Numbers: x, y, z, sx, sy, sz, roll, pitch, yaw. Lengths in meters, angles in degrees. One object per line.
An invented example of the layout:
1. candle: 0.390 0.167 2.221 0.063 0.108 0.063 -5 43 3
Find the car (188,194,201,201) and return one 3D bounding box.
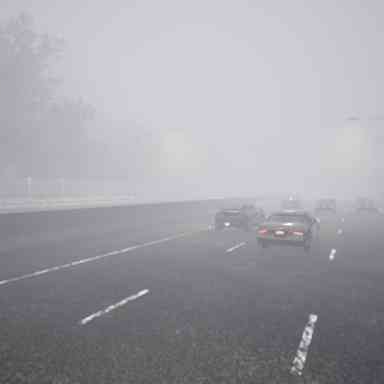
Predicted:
1. car: 1.031 1.099 56.078 2.128 1.511 4.902 0 0 26

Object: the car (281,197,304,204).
1. car: 10.783 1.231 35.630 2.128 1.511 4.902 0 0 26

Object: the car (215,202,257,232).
1. car: 2.866 1.365 19.223 1.837 1.490 4.892 0 0 26

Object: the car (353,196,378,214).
1. car: 17.015 1.310 32.480 2.033 1.411 5.357 0 0 26

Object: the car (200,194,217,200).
1. car: 3.479 1.150 53.125 1.812 1.442 4.674 0 0 26

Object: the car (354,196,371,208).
1. car: 21.784 1.220 42.517 1.812 1.442 4.674 0 0 26

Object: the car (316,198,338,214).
1. car: 13.091 1.310 32.359 2.033 1.411 5.357 0 0 26

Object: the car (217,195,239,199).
1. car: 6.118 1.189 50.555 2.033 1.411 5.357 0 0 26

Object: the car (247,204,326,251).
1. car: 4.144 1.446 13.820 2.033 1.411 5.357 0 0 26
